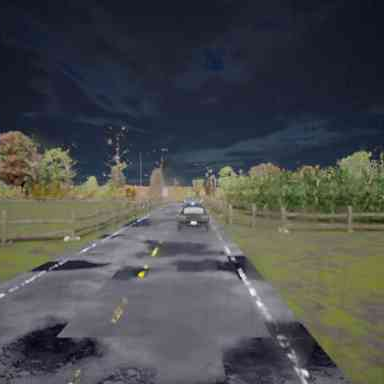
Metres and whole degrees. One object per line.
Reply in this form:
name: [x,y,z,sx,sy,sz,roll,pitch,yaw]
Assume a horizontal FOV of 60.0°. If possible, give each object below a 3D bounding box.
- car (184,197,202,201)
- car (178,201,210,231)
car: [0.091,1.339,37.987,2.097,1.767,4.553,0,0,0]
car: [0.093,1.521,20.433,1.812,1.442,4.674,0,0,0]
